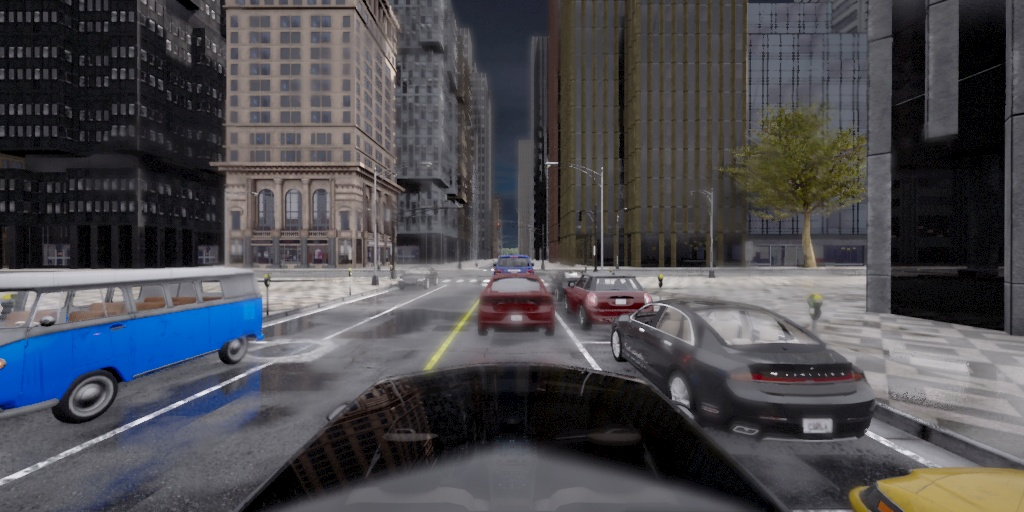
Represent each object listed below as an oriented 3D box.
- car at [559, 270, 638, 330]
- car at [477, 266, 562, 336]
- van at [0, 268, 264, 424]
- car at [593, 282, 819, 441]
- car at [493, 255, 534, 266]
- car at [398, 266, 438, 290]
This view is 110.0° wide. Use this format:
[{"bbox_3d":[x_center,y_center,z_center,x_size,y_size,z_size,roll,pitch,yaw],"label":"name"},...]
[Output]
[{"bbox_3d":[2.777,1.188,11.062,1.967,1.591,4.097,0,0,0],"label":"car"},{"bbox_3d":[0.106,1.226,10.447,1.882,1.535,5.008,0,0,0],"label":"car"},{"bbox_3d":[-5.756,1.090,5.431,1.690,1.789,3.998,0,0,0],"label":"van"},{"bbox_3d":[2.769,1.300,5.421,2.007,1.370,4.403,0,0,0],"label":"car"},{"bbox_3d":[0.102,0.967,20.331,2.150,2.045,5.566,0,0,0],"label":"car"},{"bbox_3d":[-5.734,1.295,22.354,2.007,1.370,4.403,0,0,0],"label":"car"}]
